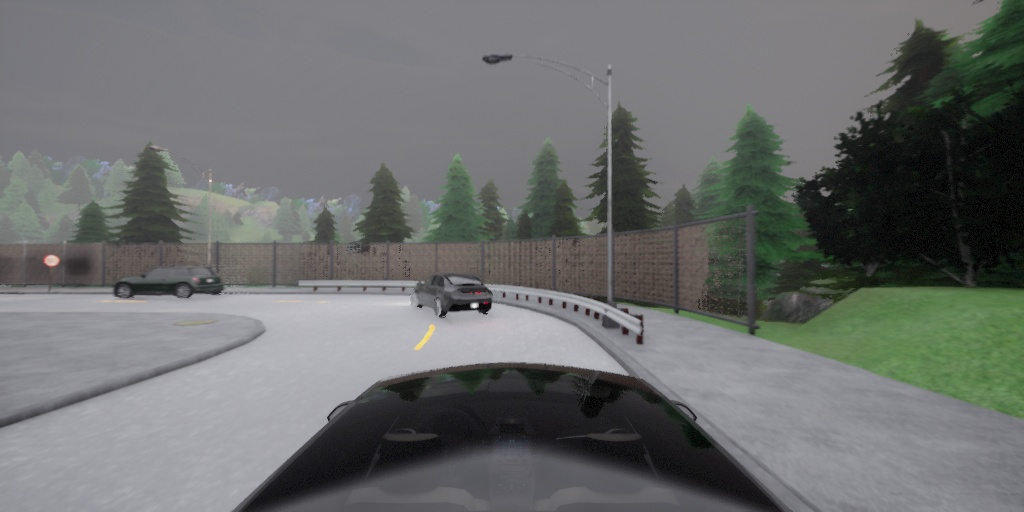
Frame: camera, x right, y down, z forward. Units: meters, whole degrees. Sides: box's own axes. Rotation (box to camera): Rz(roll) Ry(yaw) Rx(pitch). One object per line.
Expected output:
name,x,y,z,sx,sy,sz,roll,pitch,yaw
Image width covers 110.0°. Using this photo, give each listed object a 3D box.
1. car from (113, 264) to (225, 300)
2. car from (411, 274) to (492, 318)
car,-18.166,1.325,19.084,4.553,1.767,2.097,0,-1,0
car,-2.469,1.417,14.038,1.837,1.490,4.892,1,-1,-30
